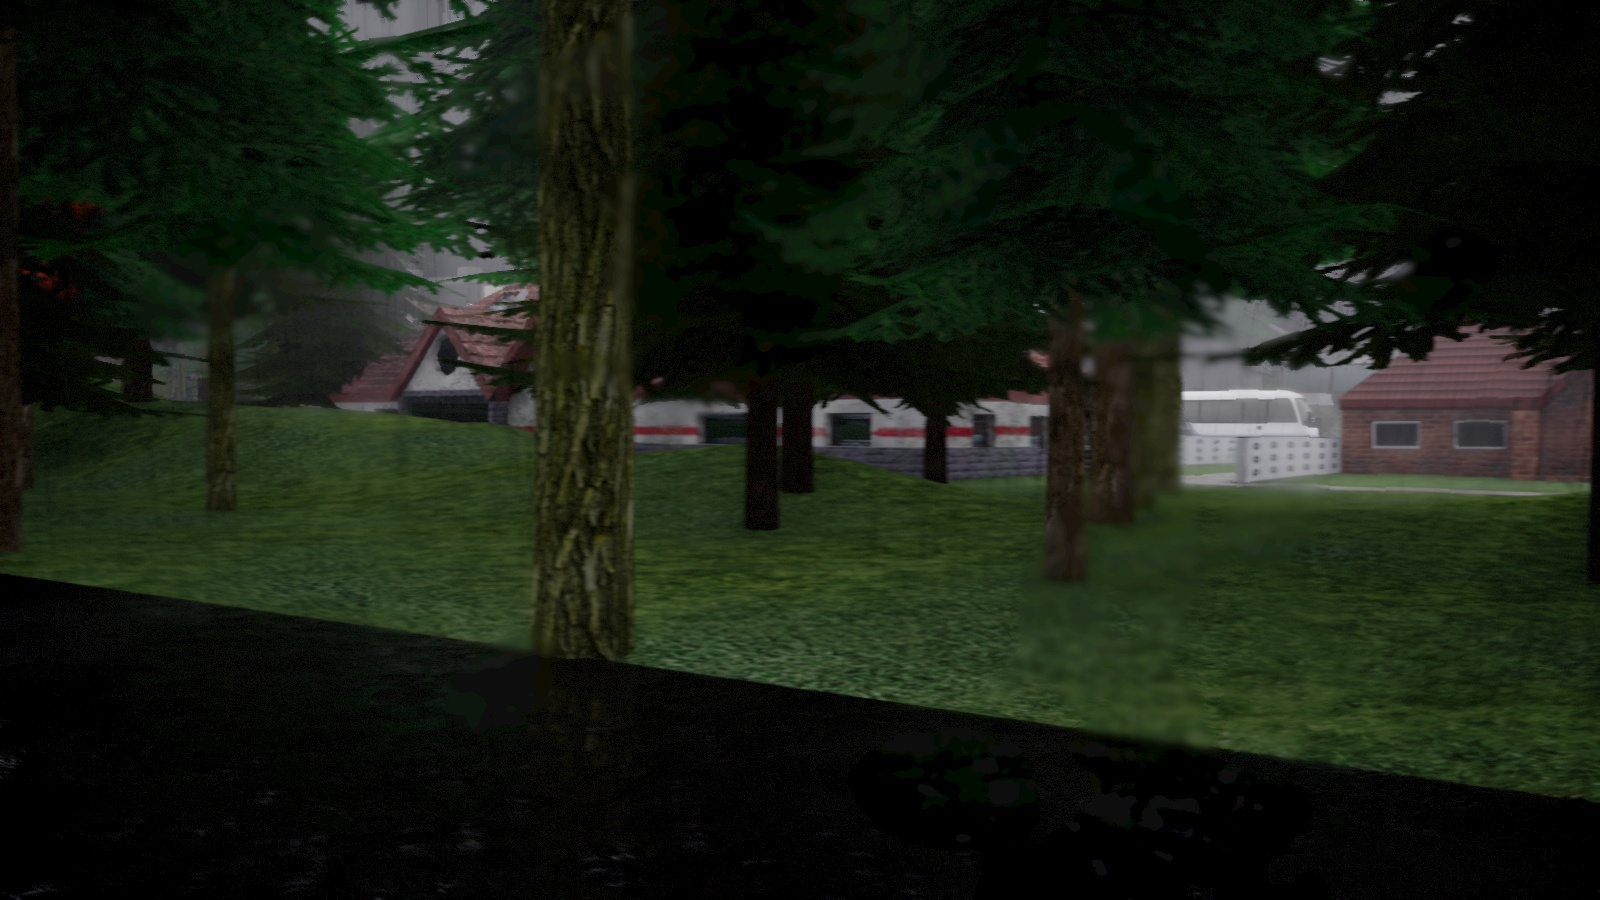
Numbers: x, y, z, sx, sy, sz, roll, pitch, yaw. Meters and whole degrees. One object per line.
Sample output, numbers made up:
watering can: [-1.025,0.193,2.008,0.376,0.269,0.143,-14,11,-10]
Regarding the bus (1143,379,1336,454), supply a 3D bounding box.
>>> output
bus: [26.400,-1.915,75.695,10.273,4.253,3.944,0,1,34]
